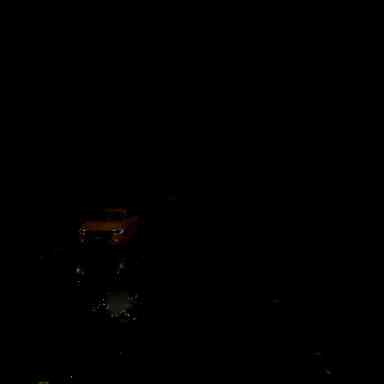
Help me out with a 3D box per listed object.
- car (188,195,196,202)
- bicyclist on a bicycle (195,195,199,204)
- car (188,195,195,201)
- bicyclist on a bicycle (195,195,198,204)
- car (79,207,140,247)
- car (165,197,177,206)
[{"bbox_3d":[-0.003,1.698,78.027,1.837,1.490,4.892,0,0,0],"label":"car"},{"bbox_3d":[0.959,1.477,59.811,0.659,1.776,1.843,0,0,0],"label":"bicyclist on a bicycle"},{"bbox_3d":[-0.003,1.653,92.038,1.882,1.535,5.008,0,-1,0],"label":"car"},{"bbox_3d":[0.958,1.528,68.821,0.659,1.776,1.843,0,0,0],"label":"bicyclist on a bicycle"},{"bbox_3d":[-3.601,1.491,15.213,1.882,1.535,5.008,0,0,0],"label":"car"},{"bbox_3d":[-3.558,1.570,56.965,1.882,1.535,5.008,0,0,0],"label":"car"}]
